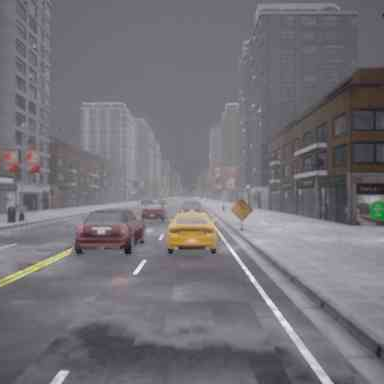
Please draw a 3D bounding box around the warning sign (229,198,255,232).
[{"bbox_3d":[2.843,1.298,18.907,1.300,1.860,1.060,0,-1,0],"label":"warning sign"}]

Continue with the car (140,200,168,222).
[{"bbox_3d":[-3.249,1.763,29.487,1.882,1.535,5.008,0,0,0],"label":"car"}]

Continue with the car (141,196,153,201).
[{"bbox_3d":[-9.761,1.919,71.774,2.150,2.045,5.566,0,-1,0],"label":"car"}]

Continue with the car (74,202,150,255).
[{"bbox_3d":[-3.251,1.486,14.079,2.097,1.767,4.553,0,-1,0],"label":"car"}]

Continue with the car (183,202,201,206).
[{"bbox_3d":[-0.002,1.631,29.090,2.097,1.767,4.553,0,-1,0],"label":"car"}]

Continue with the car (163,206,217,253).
[{"bbox_3d":[0.004,1.618,14.476,1.882,1.535,5.008,0,0,0],"label":"car"}]
